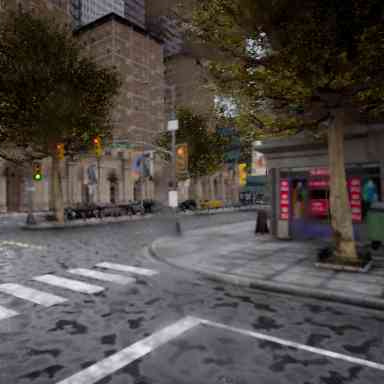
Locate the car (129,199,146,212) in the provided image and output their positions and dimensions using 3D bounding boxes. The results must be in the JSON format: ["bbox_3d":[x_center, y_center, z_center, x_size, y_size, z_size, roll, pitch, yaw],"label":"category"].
[{"bbox_3d":[-6.297,1.741,44.528,2.097,1.767,4.553,-1,-1,36],"label":"car"}]

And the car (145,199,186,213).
[{"bbox_3d":[-3.328,1.850,42.657,1.837,1.490,4.892,-1,-1,36],"label":"car"}]

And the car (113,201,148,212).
[{"bbox_3d":[-8.569,2.024,46.760,1.895,1.301,4.718,-1,-1,36],"label":"car"}]

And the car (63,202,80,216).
[{"bbox_3d":[-12.238,1.895,36.301,1.837,1.490,4.892,-1,-1,36],"label":"car"}]

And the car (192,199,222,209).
[{"bbox_3d":[2.676,1.822,50.947,1.882,1.535,5.008,-1,-1,36],"label":"car"}]

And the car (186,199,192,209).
[{"bbox_3d":[-0.181,1.866,52.974,1.882,1.535,5.008,-1,-1,36],"label":"car"}]

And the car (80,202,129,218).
[{"bbox_3d":[-9.056,1.910,34.728,1.994,1.385,4.181,-1,-1,36],"label":"car"}]
